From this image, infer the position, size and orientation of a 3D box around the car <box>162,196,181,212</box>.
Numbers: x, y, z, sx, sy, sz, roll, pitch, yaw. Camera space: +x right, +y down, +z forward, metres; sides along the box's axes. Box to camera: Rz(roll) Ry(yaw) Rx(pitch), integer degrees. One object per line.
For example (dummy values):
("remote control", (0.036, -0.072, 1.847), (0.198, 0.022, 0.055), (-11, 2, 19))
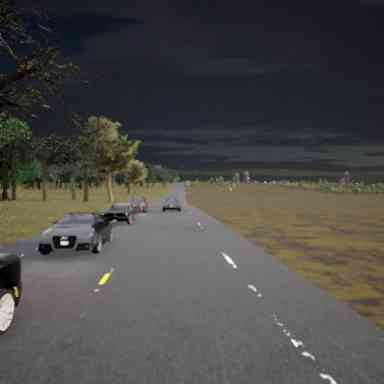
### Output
("car", (-2.211, 1.398, 36.390), (1.994, 1.385, 4.181), (-1, 0, -3))

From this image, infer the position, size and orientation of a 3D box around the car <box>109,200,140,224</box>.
("car", (-5.001, 1.476, 23.196), (1.895, 1.301, 4.718), (-1, 0, -3))

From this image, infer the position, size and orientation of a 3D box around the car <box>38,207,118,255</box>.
("car", (-4.357, 1.497, 13.040), (1.994, 1.385, 4.181), (-1, 0, -4))

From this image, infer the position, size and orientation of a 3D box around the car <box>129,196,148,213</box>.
("car", (-5.639, 1.219, 33.903), (2.097, 1.767, 4.553), (-1, 0, -3))

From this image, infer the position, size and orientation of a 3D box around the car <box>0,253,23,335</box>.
("car", (-3.770, 1.483, 3.746), (1.882, 1.535, 5.008), (-1, 0, -4))
